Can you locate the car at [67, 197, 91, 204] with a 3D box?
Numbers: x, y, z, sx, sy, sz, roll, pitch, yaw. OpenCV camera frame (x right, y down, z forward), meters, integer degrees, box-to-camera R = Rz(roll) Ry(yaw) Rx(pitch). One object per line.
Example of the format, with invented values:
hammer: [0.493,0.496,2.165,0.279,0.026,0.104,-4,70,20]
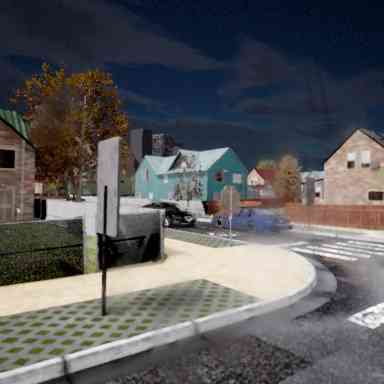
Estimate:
car: [-12.122,1.340,35.345,1.837,1.490,4.892,2,-1,-37]

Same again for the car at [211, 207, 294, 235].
car: [3.220,1.531,18.848,2.033,1.411,5.357,2,-1,-30]

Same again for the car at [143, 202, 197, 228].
car: [-1.621,1.407,21.216,1.837,1.490,4.892,2,-1,-37]
